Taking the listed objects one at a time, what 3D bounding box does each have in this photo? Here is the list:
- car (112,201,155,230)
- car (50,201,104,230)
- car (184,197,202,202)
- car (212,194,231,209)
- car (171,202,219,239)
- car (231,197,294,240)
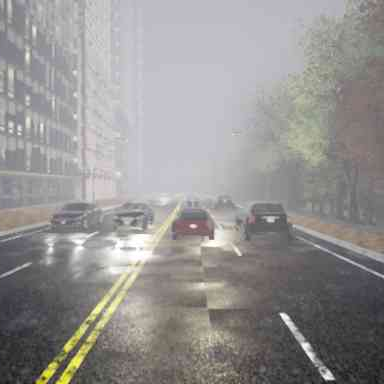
[{"bbox_3d":[-3.302,1.294,19.464,2.128,1.511,4.902,0,0,0],"label":"car"},{"bbox_3d":[-6.554,1.310,19.358,1.837,1.490,4.892,0,0,0],"label":"car"},{"bbox_3d":[0.084,1.186,34.741,2.033,1.411,5.357,0,1,0],"label":"car"},{"bbox_3d":[3.320,0.979,35.638,2.097,1.767,4.553,0,1,0],"label":"car"},{"bbox_3d":[0.068,1.400,16.189,1.994,1.385,4.181,0,1,0],"label":"car"},{"bbox_3d":[3.318,1.187,16.095,2.097,1.767,4.553,0,1,0],"label":"car"}]
